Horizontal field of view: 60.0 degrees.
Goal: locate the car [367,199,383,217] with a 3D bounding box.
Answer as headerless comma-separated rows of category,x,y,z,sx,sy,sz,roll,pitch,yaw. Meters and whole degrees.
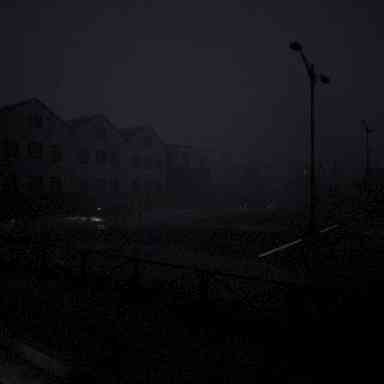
car,15.420,1.298,26.809,2.007,1.523,4.514,0,0,35

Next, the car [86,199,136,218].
car,-6.769,1.334,28.379,1.812,1.442,4.674,0,0,35

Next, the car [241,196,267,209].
car,7.975,1.313,42.816,1.837,1.490,4.892,0,0,35
